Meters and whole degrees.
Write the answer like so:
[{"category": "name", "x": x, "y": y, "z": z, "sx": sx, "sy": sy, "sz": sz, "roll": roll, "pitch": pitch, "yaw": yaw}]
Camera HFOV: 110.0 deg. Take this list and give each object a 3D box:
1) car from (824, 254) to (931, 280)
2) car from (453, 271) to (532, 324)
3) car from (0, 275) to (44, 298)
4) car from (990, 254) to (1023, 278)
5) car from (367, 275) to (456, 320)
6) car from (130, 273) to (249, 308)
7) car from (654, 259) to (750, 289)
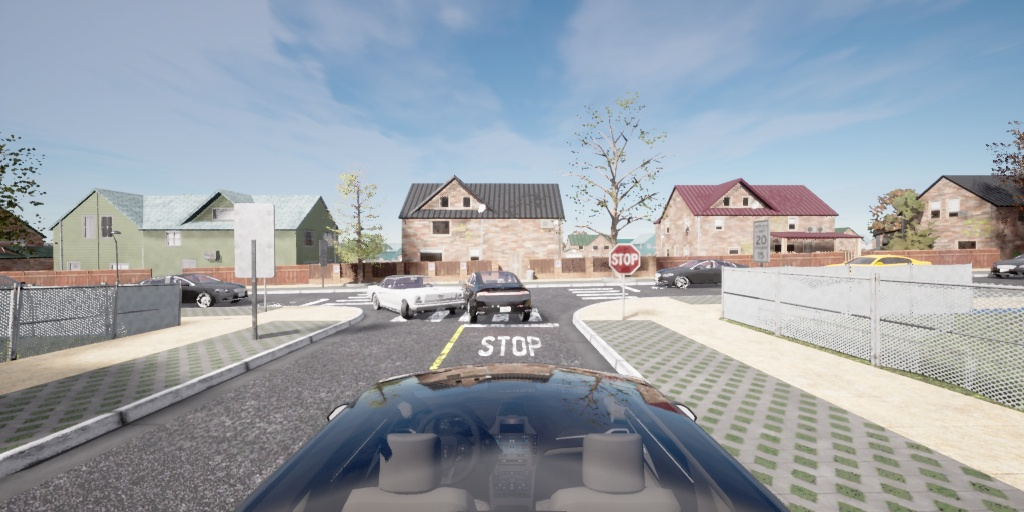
[{"category": "car", "x": 19.762, "y": 0.690, "z": 19.575, "sx": 5.008, "sy": 1.535, "sz": 1.882, "roll": -1, "pitch": 1, "yaw": -1}, {"category": "car", "x": -0.685, "y": 1.243, "z": 12.131, "sx": 2.128, "sy": 1.511, "sz": 4.902, "roll": 0, "pitch": 0, "yaw": -12}, {"category": "car", "x": -24.239, "y": 1.648, "z": 16.446, "sx": 4.553, "sy": 1.767, "sz": 2.097, "roll": -1, "pitch": 1, "yaw": 0}, {"category": "car", "x": 29.386, "y": 0.478, "z": 19.612, "sx": 4.902, "sy": 1.511, "sz": 2.128, "roll": -1, "pitch": 1, "yaw": 0}, {"category": "car", "x": -3.602, "y": 1.368, "z": 12.990, "sx": 1.895, "sy": 1.301, "sz": 4.718, "roll": 0, "pitch": 0, "yaw": -38}, {"category": "car", "x": -14.902, "y": 1.566, "z": 16.486, "sx": 4.902, "sy": 1.511, "sz": 2.128, "roll": -1, "pitch": 1, "yaw": 0}, {"category": "car", "x": 10.331, "y": 0.926, "z": 19.539, "sx": 4.902, "sy": 1.511, "sz": 2.128, "roll": -1, "pitch": 1, "yaw": 0}]
